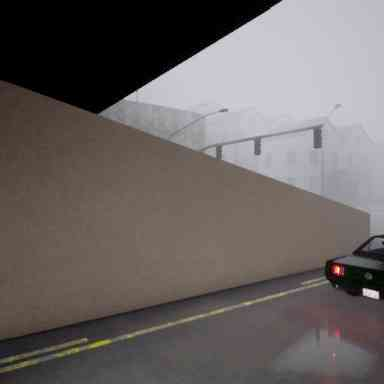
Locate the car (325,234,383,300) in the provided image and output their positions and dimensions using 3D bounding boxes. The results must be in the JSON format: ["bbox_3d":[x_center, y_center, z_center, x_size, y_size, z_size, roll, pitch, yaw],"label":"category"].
[{"bbox_3d":[5.133,1.595,7.437,4.718,1.301,1.895,0,0,-35],"label":"car"}]
